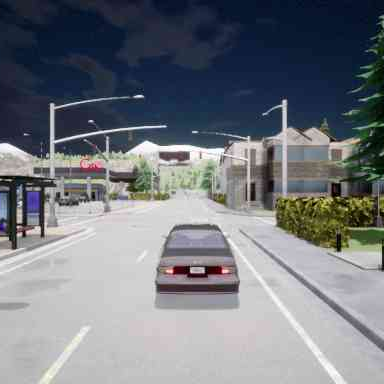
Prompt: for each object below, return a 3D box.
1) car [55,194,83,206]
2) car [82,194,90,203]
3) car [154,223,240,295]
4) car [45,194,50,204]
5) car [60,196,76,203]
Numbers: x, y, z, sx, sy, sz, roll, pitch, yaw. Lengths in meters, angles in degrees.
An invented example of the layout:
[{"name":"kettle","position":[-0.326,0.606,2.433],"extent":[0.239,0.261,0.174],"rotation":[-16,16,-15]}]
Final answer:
[{"name":"car","position":[-18.882,1.490,51.105],"extent":[2.007,1.523,4.514],"rotation":[0,0,0]},{"name":"car","position":[-22.571,1.268,68.977],"extent":[1.905,1.878,3.866],"rotation":[0,0,0]},{"name":"car","position":[0.107,1.547,8.895],"extent":[2.033,1.411,5.357],"rotation":[0,0,0]},{"name":"car","position":[-25.842,1.289,61.103],"extent":[1.932,1.855,4.605],"rotation":[0,0,0]},{"name":"car","position":[-25.896,1.552,69.582],"extent":[1.970,1.475,3.806],"rotation":[0,0,0]}]
